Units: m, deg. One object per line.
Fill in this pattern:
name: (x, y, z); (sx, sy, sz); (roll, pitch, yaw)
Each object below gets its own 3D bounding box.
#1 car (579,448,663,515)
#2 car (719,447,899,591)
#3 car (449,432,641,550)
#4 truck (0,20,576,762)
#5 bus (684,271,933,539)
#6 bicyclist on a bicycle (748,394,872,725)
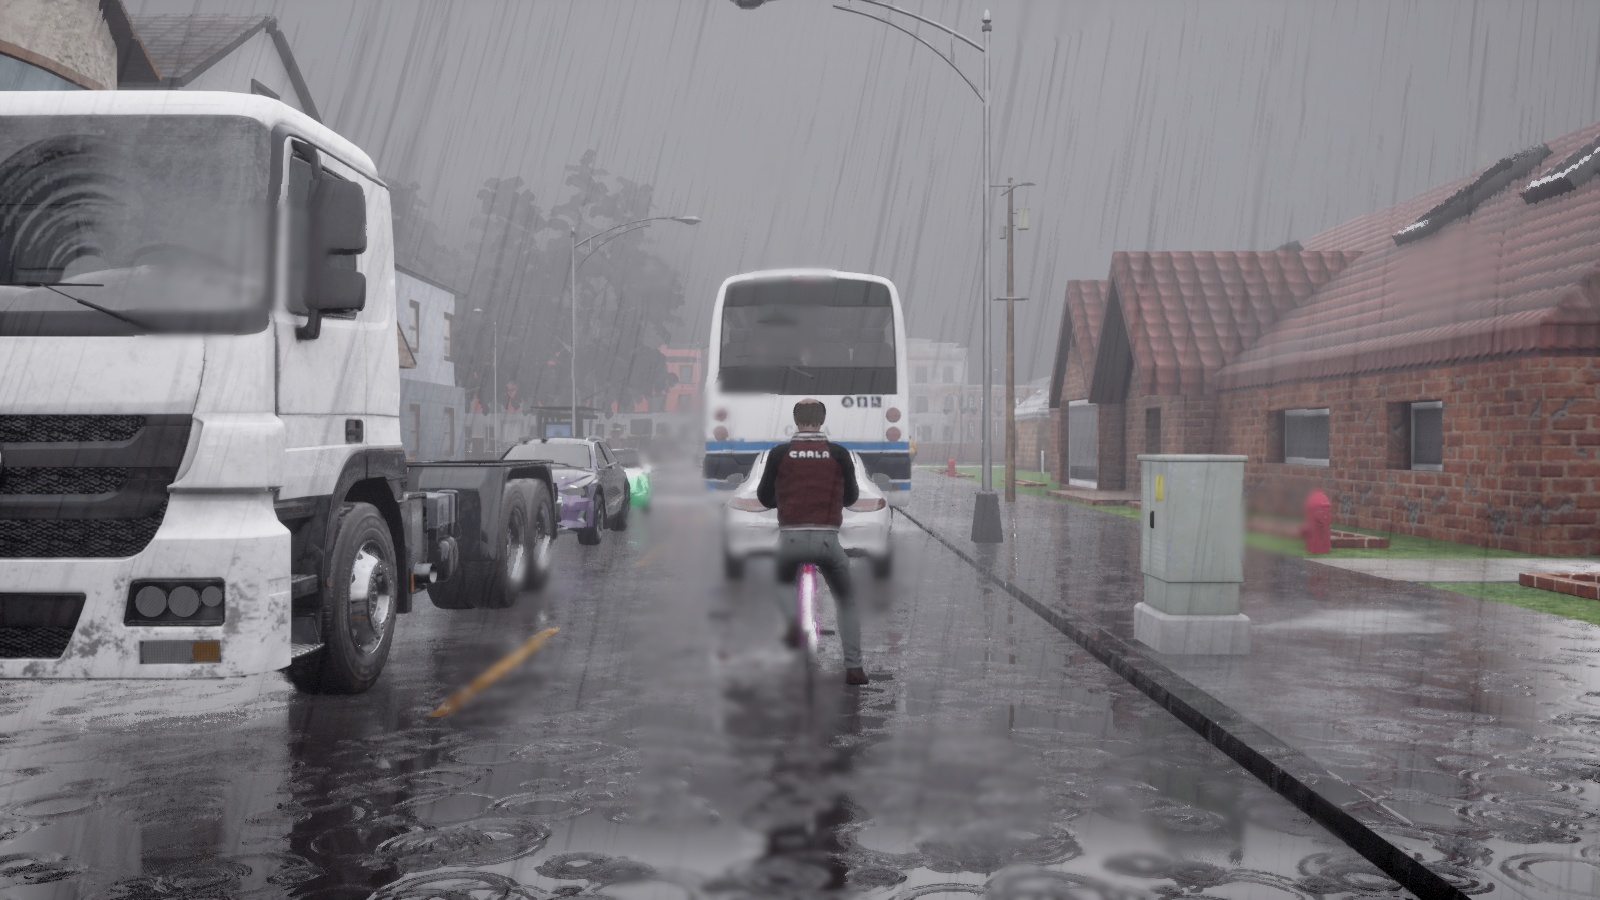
car: (-3.834, 0.646, 27.165); (1.481, 1.376, 2.207); (0, 0, 0)
car: (0.098, 0.688, 14.979); (1.812, 1.442, 4.674); (0, 0, 0)
car: (-3.874, 0.561, 19.979); (2.033, 1.649, 4.856); (0, 0, 0)
truck: (-3.927, -0.294, 9.837); (2.891, 3.462, 7.936); (0, 0, 0)
bus: (0.162, -0.771, 25.039); (3.944, 4.253, 10.273); (0, 1, 0)
bicyclist on a bicycle: (0.057, 0.574, 7.651); (0.659, 1.776, 1.843); (0, 1, 0)
